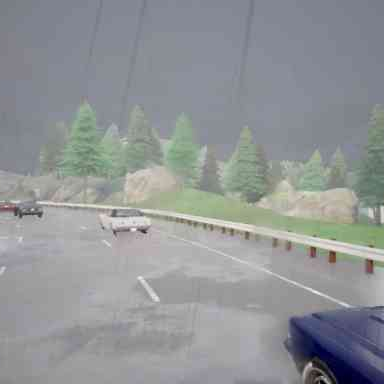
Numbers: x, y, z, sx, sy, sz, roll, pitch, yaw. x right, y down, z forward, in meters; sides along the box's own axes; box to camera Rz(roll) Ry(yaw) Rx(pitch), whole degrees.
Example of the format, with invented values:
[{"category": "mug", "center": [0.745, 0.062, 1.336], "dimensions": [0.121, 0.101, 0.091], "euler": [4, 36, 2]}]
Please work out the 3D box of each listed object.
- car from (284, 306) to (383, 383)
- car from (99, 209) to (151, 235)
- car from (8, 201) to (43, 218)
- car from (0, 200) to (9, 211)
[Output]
[{"category": "car", "center": [2.477, 1.601, 1.897], "dimensions": [1.895, 1.301, 4.718], "euler": [0, 0, -15]}, {"category": "car", "center": [-3.948, 1.600, 18.831], "dimensions": [1.895, 1.301, 4.718], "euler": [0, 0, -26]}, {"category": "car", "center": [-14.842, 1.547, 29.978], "dimensions": [2.033, 1.411, 5.357], "euler": [0, 0, -35]}, {"category": "car", "center": [-21.803, 1.564, 38.130], "dimensions": [1.994, 1.385, 4.181], "euler": [0, 0, -43]}]
